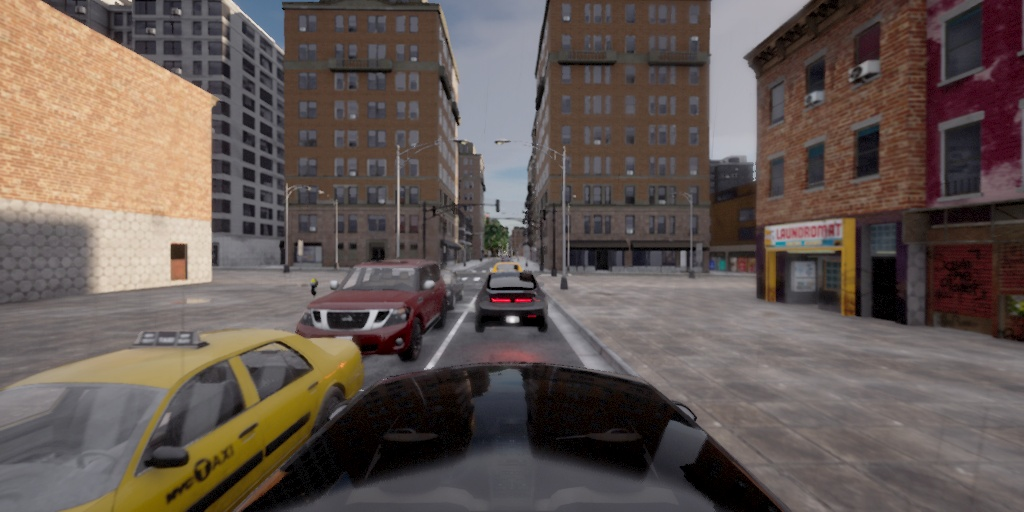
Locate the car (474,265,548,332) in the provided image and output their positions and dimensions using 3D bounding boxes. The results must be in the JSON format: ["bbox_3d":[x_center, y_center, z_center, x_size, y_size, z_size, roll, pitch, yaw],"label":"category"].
[{"bbox_3d":[-0.058,1.189,10.592,1.837,1.490,4.892,0,0,-2],"label":"car"}]

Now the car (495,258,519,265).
[{"bbox_3d":[-0.269,1.088,20.606,1.882,1.535,5.008,0,0,-1],"label":"car"}]

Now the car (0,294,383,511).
[{"bbox_3d":[-2.634,1.266,2.511,1.751,1.417,4.829,0,0,-1],"label":"car"}]

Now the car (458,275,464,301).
[{"bbox_3d":[-2.863,1.209,13.906,2.007,1.370,4.403,0,0,-1],"label":"car"}]

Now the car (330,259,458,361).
[{"bbox_3d":[-2.750,1.014,8.293,2.192,1.841,5.009,0,0,-1],"label":"car"}]
